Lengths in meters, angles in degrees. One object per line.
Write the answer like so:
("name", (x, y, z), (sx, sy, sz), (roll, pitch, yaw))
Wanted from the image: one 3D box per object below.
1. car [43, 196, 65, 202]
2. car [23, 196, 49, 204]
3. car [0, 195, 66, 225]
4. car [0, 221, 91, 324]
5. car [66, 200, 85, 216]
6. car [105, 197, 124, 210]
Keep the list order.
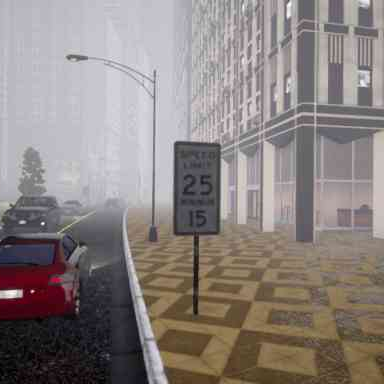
("car", (-32.174, 1.707, 77.575), (4.403, 1.369, 2.008), (0, 1, 1))
("car", (-32.388, 1.653, 69.198), (4.403, 1.369, 2.008), (0, 1, 1))
("car", (-9.216, 1.201, 19.619), (2.150, 2.045, 5.566), (1, 0, -12))
("car", (-3.290, 1.567, 7.152), (1.994, 1.385, 4.181), (1, 0, -13))
("car", (-11.718, 1.511, 32.553), (1.812, 1.442, 4.674), (1, 0, -10))
("car", (-10.492, 1.526, 44.206), (1.837, 1.490, 4.892), (1, 0, -9))
